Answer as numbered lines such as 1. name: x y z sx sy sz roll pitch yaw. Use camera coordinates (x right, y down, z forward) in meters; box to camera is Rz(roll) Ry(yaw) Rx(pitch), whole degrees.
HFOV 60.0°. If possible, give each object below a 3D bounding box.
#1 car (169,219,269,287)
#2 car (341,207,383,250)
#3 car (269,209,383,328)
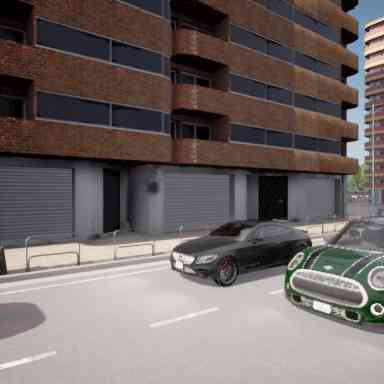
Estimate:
1. car: 1.572 1.526 9.493 4.674 1.442 1.812 0 0 -36
2. car: 9.033 1.492 14.963 4.902 1.511 2.128 0 0 -36
3. car: 4.006 1.352 6.952 4.553 1.767 2.097 0 0 -36
